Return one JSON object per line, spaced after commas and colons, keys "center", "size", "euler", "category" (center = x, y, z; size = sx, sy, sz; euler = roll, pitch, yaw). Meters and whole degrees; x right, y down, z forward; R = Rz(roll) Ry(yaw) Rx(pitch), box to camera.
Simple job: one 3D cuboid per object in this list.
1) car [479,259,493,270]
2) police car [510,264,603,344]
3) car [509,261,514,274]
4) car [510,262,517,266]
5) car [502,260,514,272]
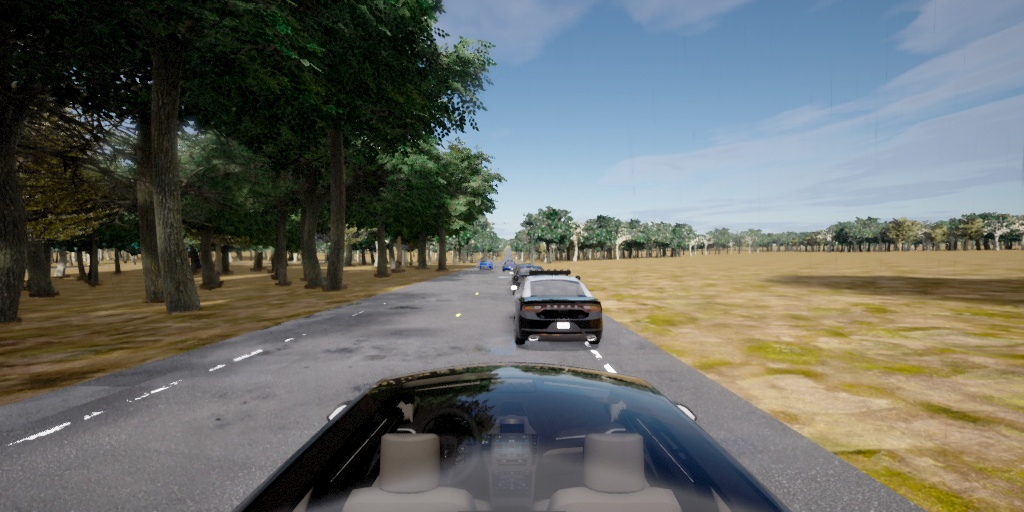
{"center": [-3.816, 1.274, 52.773], "size": [1.882, 1.535, 5.008], "euler": [0, 0, 0], "category": "car"}
{"center": [1.001, 1.173, 9.676], "size": [1.930, 1.638, 5.238], "euler": [0, 0, 0], "category": "police car"}
{"center": [0.903, 1.278, 25.572], "size": [1.812, 1.442, 4.674], "euler": [0, 0, 0], "category": "car"}
{"center": [0.940, 1.255, 19.569], "size": [1.837, 1.490, 4.892], "euler": [0, 0, 0], "category": "car"}
{"center": [-0.254, 1.344, 47.265], "size": [1.994, 1.385, 4.181], "euler": [0, 0, 0], "category": "car"}
